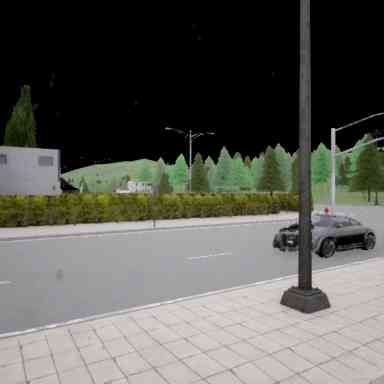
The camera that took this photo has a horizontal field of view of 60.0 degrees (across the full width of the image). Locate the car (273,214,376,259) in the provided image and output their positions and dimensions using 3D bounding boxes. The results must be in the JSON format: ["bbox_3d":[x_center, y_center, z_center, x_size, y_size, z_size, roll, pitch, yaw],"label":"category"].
[{"bbox_3d":[5.074,1.564,12.646,4.181,1.385,1.994,0,0,-33],"label":"car"}]
